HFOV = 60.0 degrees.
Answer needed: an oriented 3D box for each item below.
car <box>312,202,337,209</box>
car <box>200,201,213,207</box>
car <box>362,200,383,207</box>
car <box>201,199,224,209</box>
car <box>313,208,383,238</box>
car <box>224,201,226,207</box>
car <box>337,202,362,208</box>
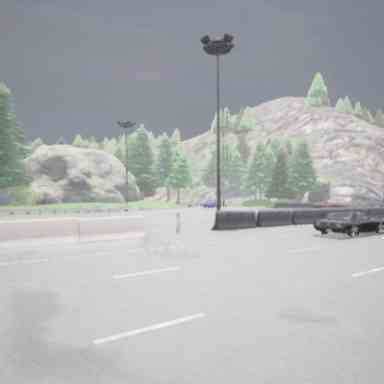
[{"bbox_3d":[19.524,2.042,48.142,4.718,1.301,1.895,1,0,-35],"label":"car"},{"bbox_3d":[3.689,3.214,85.819,2.033,1.411,5.357,0,-3,-15],"label":"car"},{"bbox_3d":[24.370,2.025,43.004,4.181,1.385,1.994,1,-1,-35],"label":"car"},{"bbox_3d":[3.240,1.938,53.841,1.882,1.535,5.008,0,-1,18],"label":"car"},{"bbox_3d":[9.048,1.780,18.860,4.718,1.301,1.895,1,0,-36],"label":"car"},{"bbox_3d":[6.079,2.359,69.838,1.837,1.490,4.892,0,-2,0],"label":"car"},{"bbox_3d":[22.408,2.025,45.902,4.181,1.385,1.994,1,-1,-35],"label":"car"}]
